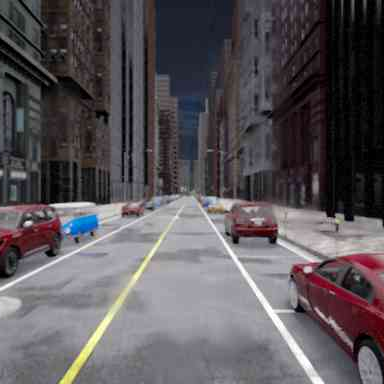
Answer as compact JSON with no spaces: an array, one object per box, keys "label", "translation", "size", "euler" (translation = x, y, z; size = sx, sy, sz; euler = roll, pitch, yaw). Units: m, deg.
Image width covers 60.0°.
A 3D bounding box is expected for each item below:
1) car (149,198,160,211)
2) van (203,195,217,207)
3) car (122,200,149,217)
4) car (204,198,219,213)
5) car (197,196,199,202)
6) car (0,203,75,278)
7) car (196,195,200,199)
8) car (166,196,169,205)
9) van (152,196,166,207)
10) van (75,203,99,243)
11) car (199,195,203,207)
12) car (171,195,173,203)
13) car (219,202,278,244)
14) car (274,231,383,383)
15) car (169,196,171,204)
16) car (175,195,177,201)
[{"label":"car","translation":[-5.825,1.795,44.321],"size":[1.947,1.339,4.313],"euler":[0,0,0]},{"label":"van","translation":[2.699,1.563,44.347],"size":[1.690,1.788,3.998],"euler":[0,0,0]},{"label":"car","translation":[-5.809,1.713,33.048],"size":[1.887,1.381,4.507],"euler":[0,0,0]},{"label":"car","translation":[2.707,1.717,38.880],"size":[1.752,1.417,4.829],"euler":[0,0,0]},{"label":"car","translation":[2.667,1.896,66.891],"size":[2.008,1.369,4.403],"euler":[0,0,0]},{"label":"car","translation":[-5.777,1.370,10.503],"size":[2.192,1.841,5.009],"euler":[0,0,0]},{"label":"car","translation":[2.650,1.847,78.164],"size":[1.967,1.590,4.097],"euler":[0,0,0]},{"label":"car","translation":[-5.850,1.888,61.231],"size":[1.947,1.339,4.313],"euler":[0,0,0]},{"label":"van","translation":[-5.843,1.632,55.596],"size":[1.690,1.788,3.998],"euler":[0,0,0]},{"label":"van","translation":[-5.785,1.424,16.139],"size":[1.690,1.788,3.998],"euler":[0,0,0]},{"label":"car","translation":[2.683,1.723,55.619],"size":[1.967,1.590,4.097],"euler":[0,0,0]},{"label":"car","translation":[-5.867,1.699,72.505],"size":[2.192,1.841,5.009],"euler":[0,0,0]},{"label":"car","translation":[2.740,1.390,16.166],"size":[2.192,1.841,5.009],"euler":[0,0,0]},{"label":"car","translation":[2.757,1.566,4.893],"size":[1.887,1.381,4.507],"euler":[0,0,0]},{"label":"car","translation":[-5.858,1.919,66.868],"size":[1.947,1.339,4.313],"euler":[0,0,0]},{"label":"car","translation":[-5.891,1.917,89.415],"size":[1.967,1.590,4.097],"euler":[0,0,0]}]
